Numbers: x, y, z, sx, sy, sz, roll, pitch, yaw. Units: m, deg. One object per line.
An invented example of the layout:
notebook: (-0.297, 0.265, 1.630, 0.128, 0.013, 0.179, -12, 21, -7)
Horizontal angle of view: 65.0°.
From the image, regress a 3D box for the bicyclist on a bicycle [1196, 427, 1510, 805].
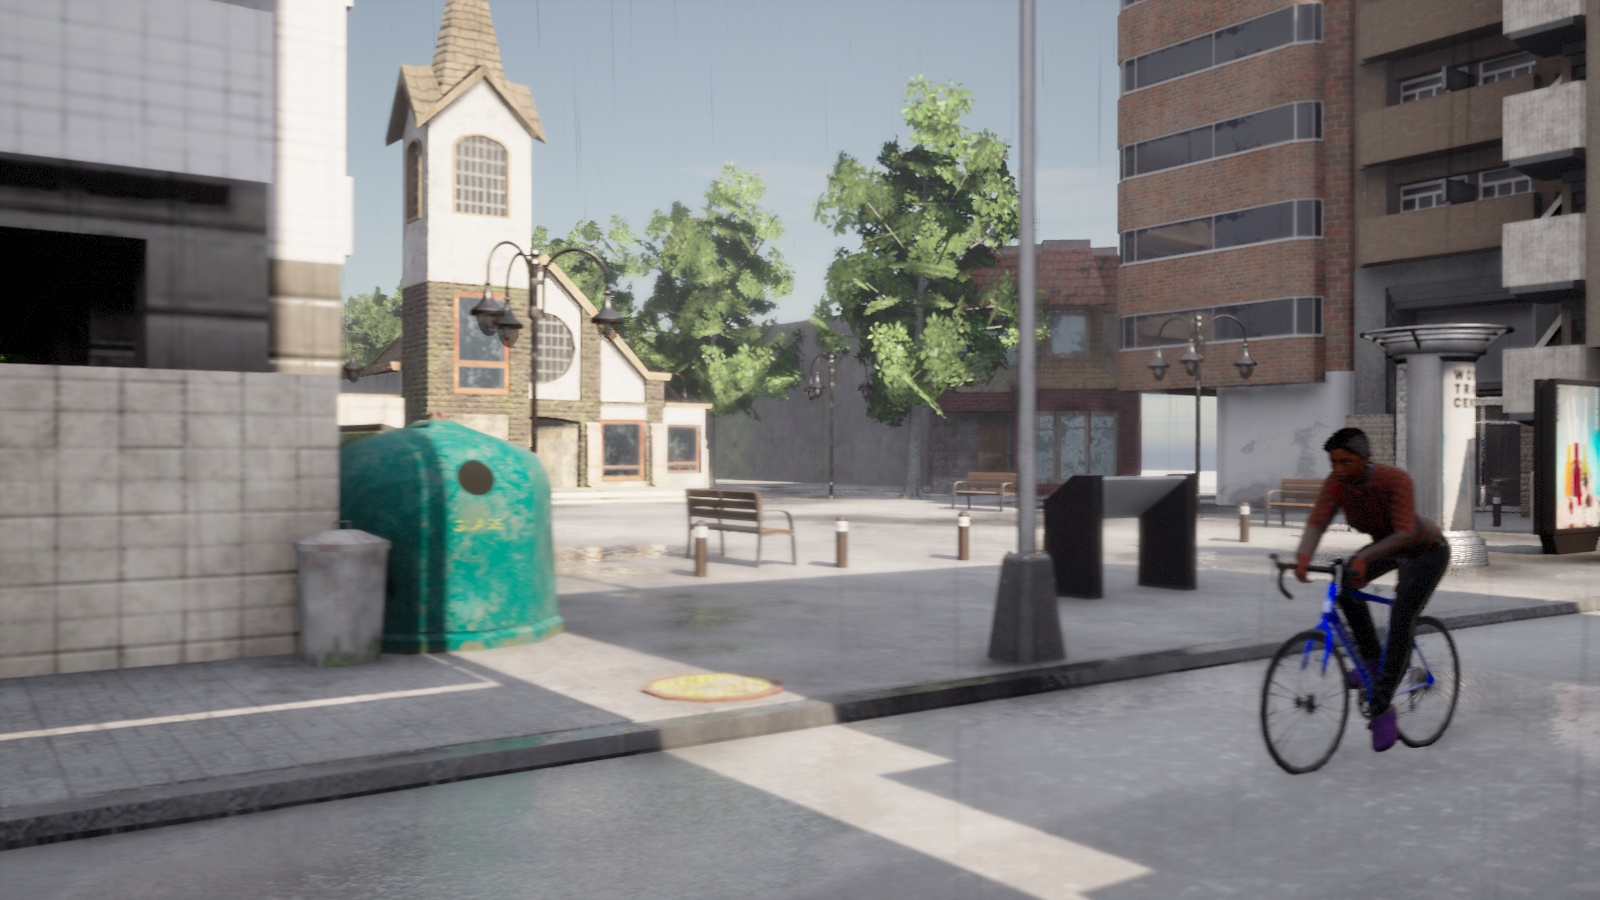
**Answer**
bicyclist on a bicycle: (2.704, 0.705, 6.079, 1.656, 1.620, 0.582, 0, 0, -33)
